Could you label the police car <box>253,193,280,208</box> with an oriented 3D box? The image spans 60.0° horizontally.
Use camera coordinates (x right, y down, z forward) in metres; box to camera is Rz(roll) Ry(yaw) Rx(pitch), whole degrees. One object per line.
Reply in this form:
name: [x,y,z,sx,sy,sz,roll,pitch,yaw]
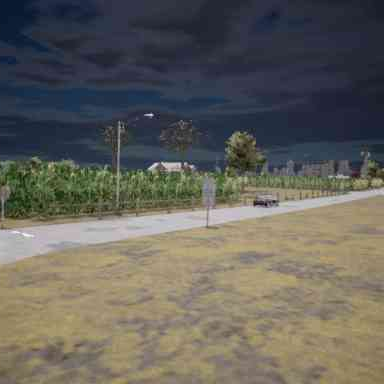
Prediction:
police car: [9.161,0.980,40.947,1.930,1.638,5.238,3,2,36]
